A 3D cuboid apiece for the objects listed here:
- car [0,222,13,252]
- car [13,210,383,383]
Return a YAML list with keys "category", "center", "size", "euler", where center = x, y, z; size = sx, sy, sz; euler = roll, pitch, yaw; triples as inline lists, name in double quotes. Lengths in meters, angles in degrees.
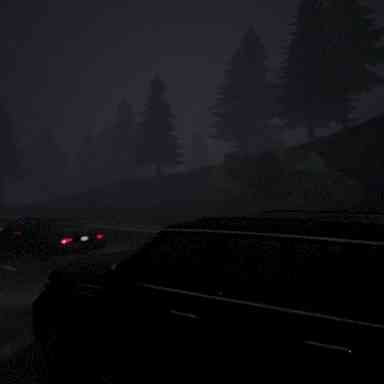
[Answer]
- category: "car"
  center: [-5.521, 1.556, 12.227]
  size: [5.357, 1.411, 2.033]
  euler: [0, 0, 36]
- category: "car"
  center: [0.613, 1.223, 3.555]
  size: [5.566, 2.045, 2.150]
  euler: [0, 0, 35]
